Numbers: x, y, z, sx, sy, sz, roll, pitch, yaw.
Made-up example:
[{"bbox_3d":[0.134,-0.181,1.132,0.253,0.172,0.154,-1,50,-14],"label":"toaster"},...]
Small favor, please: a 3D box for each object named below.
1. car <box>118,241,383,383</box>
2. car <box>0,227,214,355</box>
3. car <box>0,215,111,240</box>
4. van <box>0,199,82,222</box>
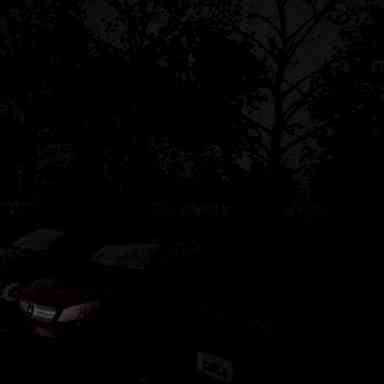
[{"bbox_3d":[1.548,1.510,4.691,2.163,1.488,4.792,0,0,36],"label":"car"},{"bbox_3d":[-0.838,1.511,6.361,2.002,1.452,4.674,0,0,35],"label":"car"},{"bbox_3d":[-3.106,1.495,7.978,2.002,1.452,4.674,0,0,35],"label":"car"},{"bbox_3d":[-5.356,1.216,9.425,1.878,1.987,4.442,0,1,35],"label":"van"}]
